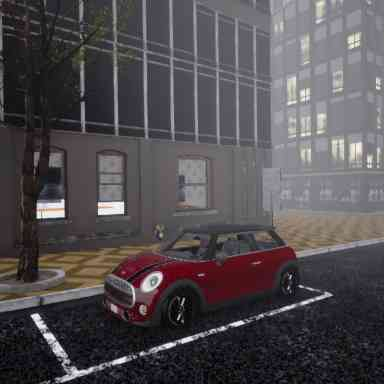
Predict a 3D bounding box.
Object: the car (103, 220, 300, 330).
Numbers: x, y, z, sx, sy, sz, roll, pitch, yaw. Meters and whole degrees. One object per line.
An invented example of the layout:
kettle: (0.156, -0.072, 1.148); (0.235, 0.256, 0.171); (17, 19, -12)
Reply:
car: (0.295, 1.439, 6.800); (4.097, 1.590, 1.967); (0, -1, -36)
